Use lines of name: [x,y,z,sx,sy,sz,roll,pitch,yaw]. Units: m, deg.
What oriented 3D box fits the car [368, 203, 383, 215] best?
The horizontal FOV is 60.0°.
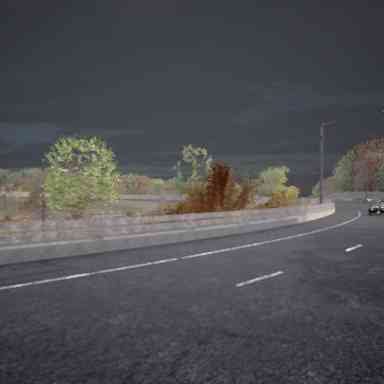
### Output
car: [21.504,1.950,38.521,1.895,1.301,4.718,0,0,27]
